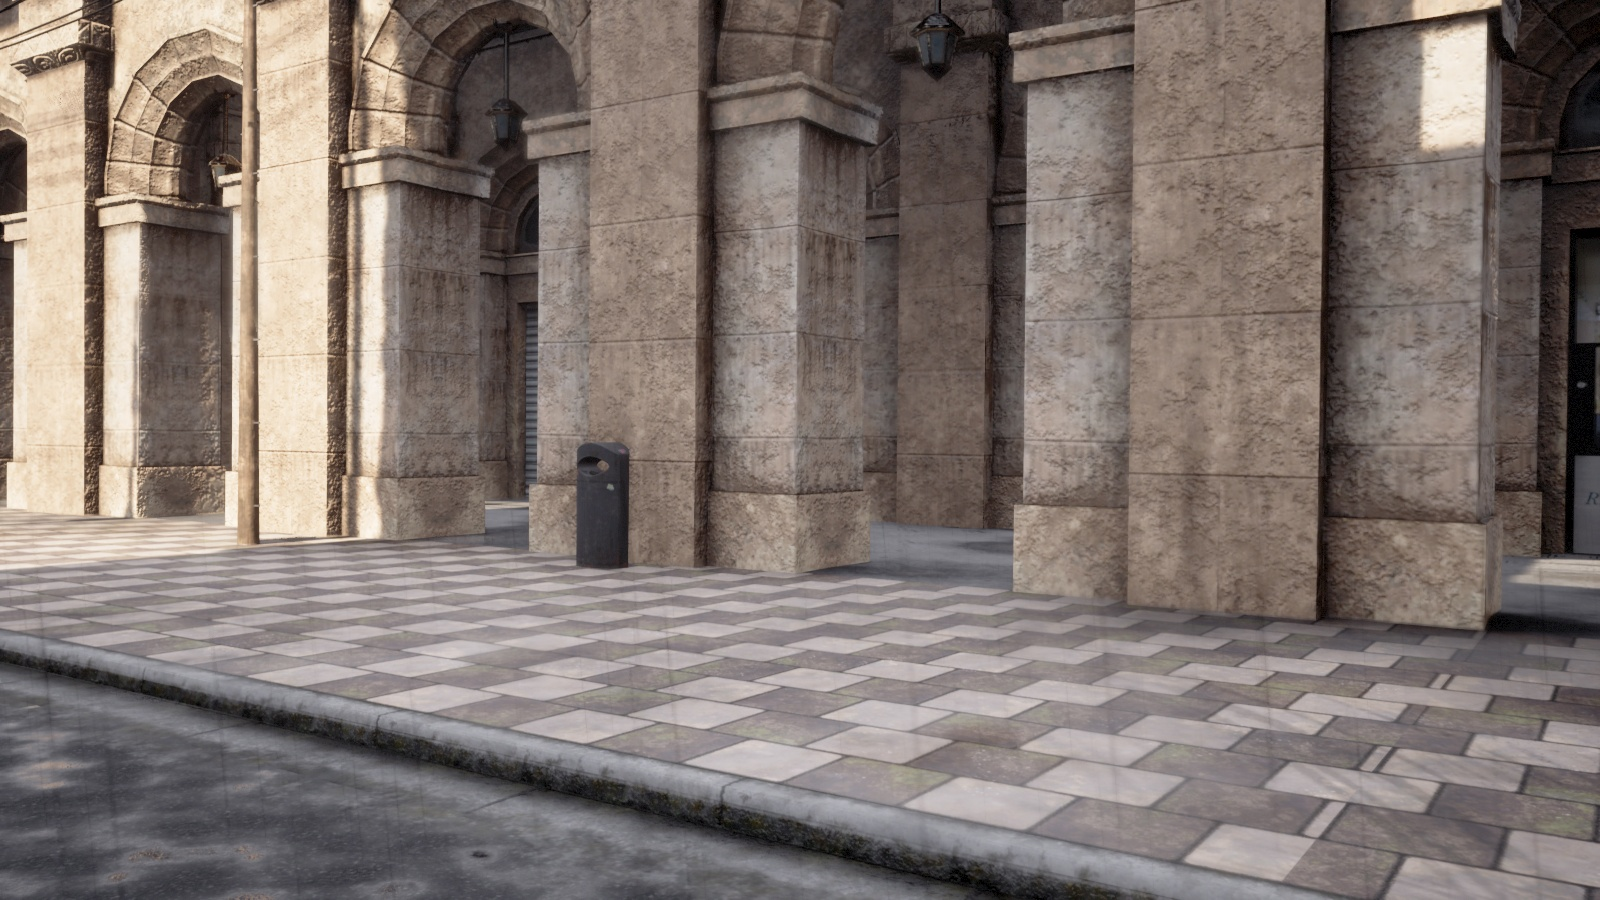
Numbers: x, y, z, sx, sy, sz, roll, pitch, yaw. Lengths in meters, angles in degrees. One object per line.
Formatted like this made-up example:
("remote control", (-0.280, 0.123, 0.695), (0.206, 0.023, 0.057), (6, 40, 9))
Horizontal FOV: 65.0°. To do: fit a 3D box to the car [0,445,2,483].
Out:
("car", (-30.009, 0.523, 42.477), (1.895, 1.301, 4.718), (0, 1, 34))
